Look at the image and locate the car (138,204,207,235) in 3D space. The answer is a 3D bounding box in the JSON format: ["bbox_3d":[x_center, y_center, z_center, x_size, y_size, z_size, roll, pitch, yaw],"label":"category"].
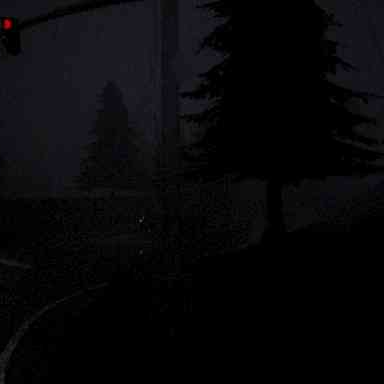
[{"bbox_3d":[-1.045,1.505,19.363,2.097,1.767,4.553,-1,-1,34],"label":"car"}]

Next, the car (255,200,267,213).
[{"bbox_3d":[8.541,1.694,39.321,2.128,1.511,4.902,-1,0,15],"label":"car"}]
